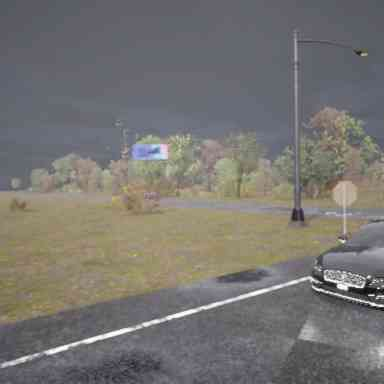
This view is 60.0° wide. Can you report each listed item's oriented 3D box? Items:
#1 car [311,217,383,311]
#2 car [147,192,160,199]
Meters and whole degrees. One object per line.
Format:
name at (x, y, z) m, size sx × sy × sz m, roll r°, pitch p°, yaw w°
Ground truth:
car at (4.555, 1.320, 7.117) m, size 4.892 × 1.490 × 1.837 m, roll -2°, pitch 1°, yaw -35°
car at (-7.265, 0.733, 58.441) m, size 1.812 × 1.442 × 4.674 m, roll -1°, pitch 1°, yaw -33°
